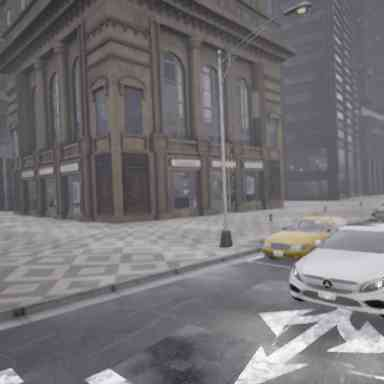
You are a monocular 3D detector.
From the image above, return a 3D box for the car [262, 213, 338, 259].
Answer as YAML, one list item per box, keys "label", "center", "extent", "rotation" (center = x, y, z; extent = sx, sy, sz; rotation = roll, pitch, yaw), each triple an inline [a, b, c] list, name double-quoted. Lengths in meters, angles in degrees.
- label: "car"
  center: [4.230, 1.423, 11.446]
  extent: [4.829, 1.417, 1.752]
  rotation: [-2, -1, -45]

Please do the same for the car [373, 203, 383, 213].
- label: "car"
  center: [11.300, 1.212, 18.433]
  extent: [4.403, 1.369, 2.008]
  rotation: [-2, -1, -45]

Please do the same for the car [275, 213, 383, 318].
- label: "car"
  center: [3.904, 1.445, 7.354]
  extent: [1.812, 1.442, 4.674]
  rotation: [-2, 0, 44]
